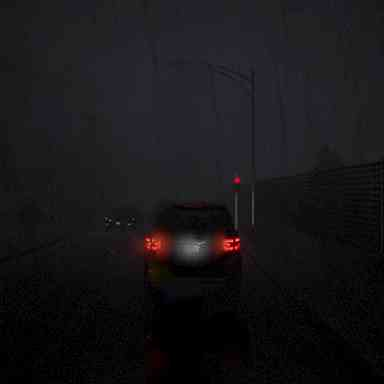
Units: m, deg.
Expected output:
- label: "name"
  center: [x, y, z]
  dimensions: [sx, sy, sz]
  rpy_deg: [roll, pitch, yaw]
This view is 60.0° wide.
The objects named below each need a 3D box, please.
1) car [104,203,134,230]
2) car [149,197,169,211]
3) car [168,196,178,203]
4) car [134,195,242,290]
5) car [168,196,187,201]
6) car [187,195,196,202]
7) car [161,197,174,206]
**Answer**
- label: "car"
  center: [-4.128, 1.505, 21.011]
  dimensions: [1.837, 1.490, 4.892]
  rpy_deg: [0, 0, 0]
- label: "car"
  center: [-4.155, 1.491, 42.846]
  dimensions: [2.128, 1.511, 4.902]
  rpy_deg: [0, 0, 0]
- label: "car"
  center: [-4.092, 1.540, 73.081]
  dimensions: [2.033, 1.411, 5.357]
  rpy_deg: [0, 0, 0]
- label: "car"
  center: [0.032, 1.221, 9.199]
  dimensions: [2.150, 2.045, 5.566]
  rpy_deg: [0, 0, 0]
- label: "car"
  center: [-3.815, 1.595, 87.275]
  dimensions: [4.718, 1.301, 1.895]
  rpy_deg: [0, 0, 40]
- label: "car"
  center: [-0.107, 1.478, 77.586]
  dimensions: [1.882, 1.535, 5.008]
  rpy_deg: [0, 0, -4]
- label: "car"
  center: [-4.156, 1.600, 57.673]
  dimensions: [1.895, 1.301, 4.718]
  rpy_deg: [0, 0, 0]
